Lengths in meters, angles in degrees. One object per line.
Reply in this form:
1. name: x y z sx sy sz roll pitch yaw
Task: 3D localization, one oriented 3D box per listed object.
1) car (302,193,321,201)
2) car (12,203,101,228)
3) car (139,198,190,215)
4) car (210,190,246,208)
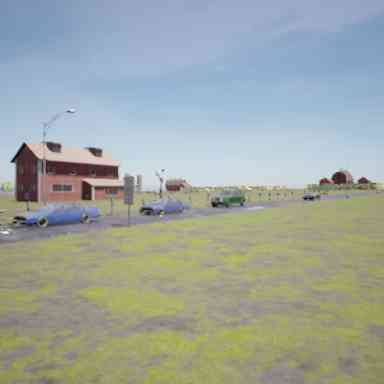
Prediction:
1. car: 20.320 0.790 56.361 1.895 1.301 4.718 0 1 36
2. car: -8.561 1.405 21.601 2.033 1.411 5.357 0 1 37
3. car: -2.318 1.250 30.156 2.033 1.411 5.357 0 1 36
4. car: 4.386 0.749 39.380 2.150 2.045 5.566 0 1 36
